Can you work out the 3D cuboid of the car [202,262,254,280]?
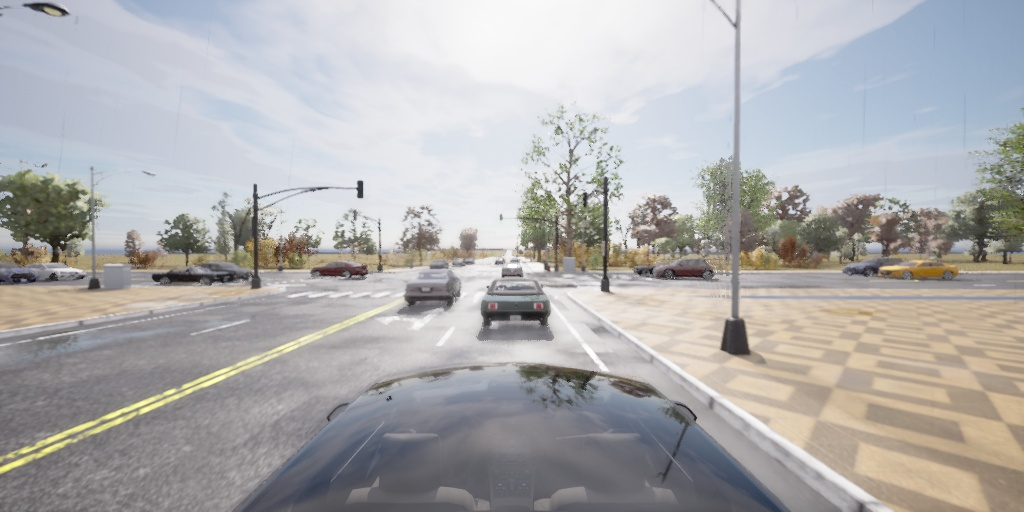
[{"bbox_3d":[-23.448,1.272,28.860,4.892,1.490,1.837,1,1,3],"label":"car"}]

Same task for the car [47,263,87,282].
[{"bbox_3d":[-37.998,1.308,29.504,4.674,1.442,1.812,0,1,3],"label":"car"}]

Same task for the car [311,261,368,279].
[{"bbox_3d":[-15.270,1.186,31.742,5.008,1.535,1.882,0,0,13],"label":"car"}]

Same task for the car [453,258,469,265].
[{"bbox_3d":[-9.426,1.150,63.638,2.128,1.511,4.902,0,0,2],"label":"car"}]

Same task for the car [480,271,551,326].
[{"bbox_3d":[0.100,1.341,11.602,1.895,1.301,4.718,0,0,0],"label":"car"}]

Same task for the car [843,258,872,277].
[{"bbox_3d":[32.872,0.953,32.415,4.553,1.767,2.097,0,1,3],"label":"car"}]

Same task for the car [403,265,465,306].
[{"bbox_3d":[-3.310,1.283,15.775,2.033,1.411,5.357,0,0,-3],"label":"car"}]

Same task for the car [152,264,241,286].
[{"bbox_3d":[-22.558,1.421,25.567,4.718,1.301,1.895,0,1,3],"label":"car"}]

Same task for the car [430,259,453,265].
[{"bbox_3d":[-9.740,1.167,48.274,1.882,1.535,5.008,0,1,1],"label":"car"}]

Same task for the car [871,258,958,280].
[{"bbox_3d":[32.935,1.131,29.162,5.008,1.535,1.882,0,1,3],"label":"car"}]

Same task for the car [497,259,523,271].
[{"bbox_3d":[0.015,1.247,31.540,2.033,1.411,5.357,0,0,0],"label":"car"}]

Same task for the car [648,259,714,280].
[{"bbox_3d":[14.242,1.027,30.049,4.553,1.767,2.097,0,1,3],"label":"car"}]

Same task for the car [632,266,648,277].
[{"bbox_3d":[13.746,1.223,33.328,4.718,1.301,1.895,0,1,2],"label":"car"}]

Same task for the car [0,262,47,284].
[{"bbox_3d":[-37.808,1.186,26.237,4.553,1.767,2.097,0,1,3],"label":"car"}]
